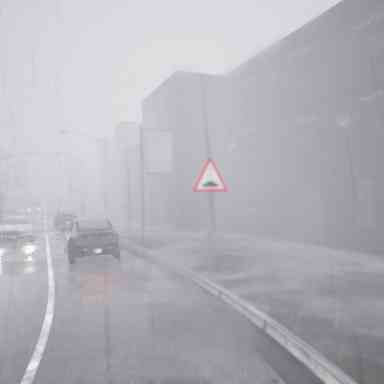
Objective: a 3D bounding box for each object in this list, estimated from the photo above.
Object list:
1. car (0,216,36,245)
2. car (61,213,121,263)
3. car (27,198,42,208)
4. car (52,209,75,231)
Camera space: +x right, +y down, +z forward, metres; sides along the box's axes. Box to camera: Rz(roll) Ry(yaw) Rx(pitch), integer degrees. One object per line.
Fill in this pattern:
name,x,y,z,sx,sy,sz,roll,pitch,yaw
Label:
car,-10.116,2.120,19.235,1.812,1.442,4.674,-1,-1,-24
car,-4.149,1.818,13.539,1.837,1.490,4.892,-1,-1,-23
car,-26.532,1.764,56.136,1.812,1.442,4.674,-1,3,-24
car,-11.071,2.283,29.230,1.837,1.490,4.892,-1,0,-24
